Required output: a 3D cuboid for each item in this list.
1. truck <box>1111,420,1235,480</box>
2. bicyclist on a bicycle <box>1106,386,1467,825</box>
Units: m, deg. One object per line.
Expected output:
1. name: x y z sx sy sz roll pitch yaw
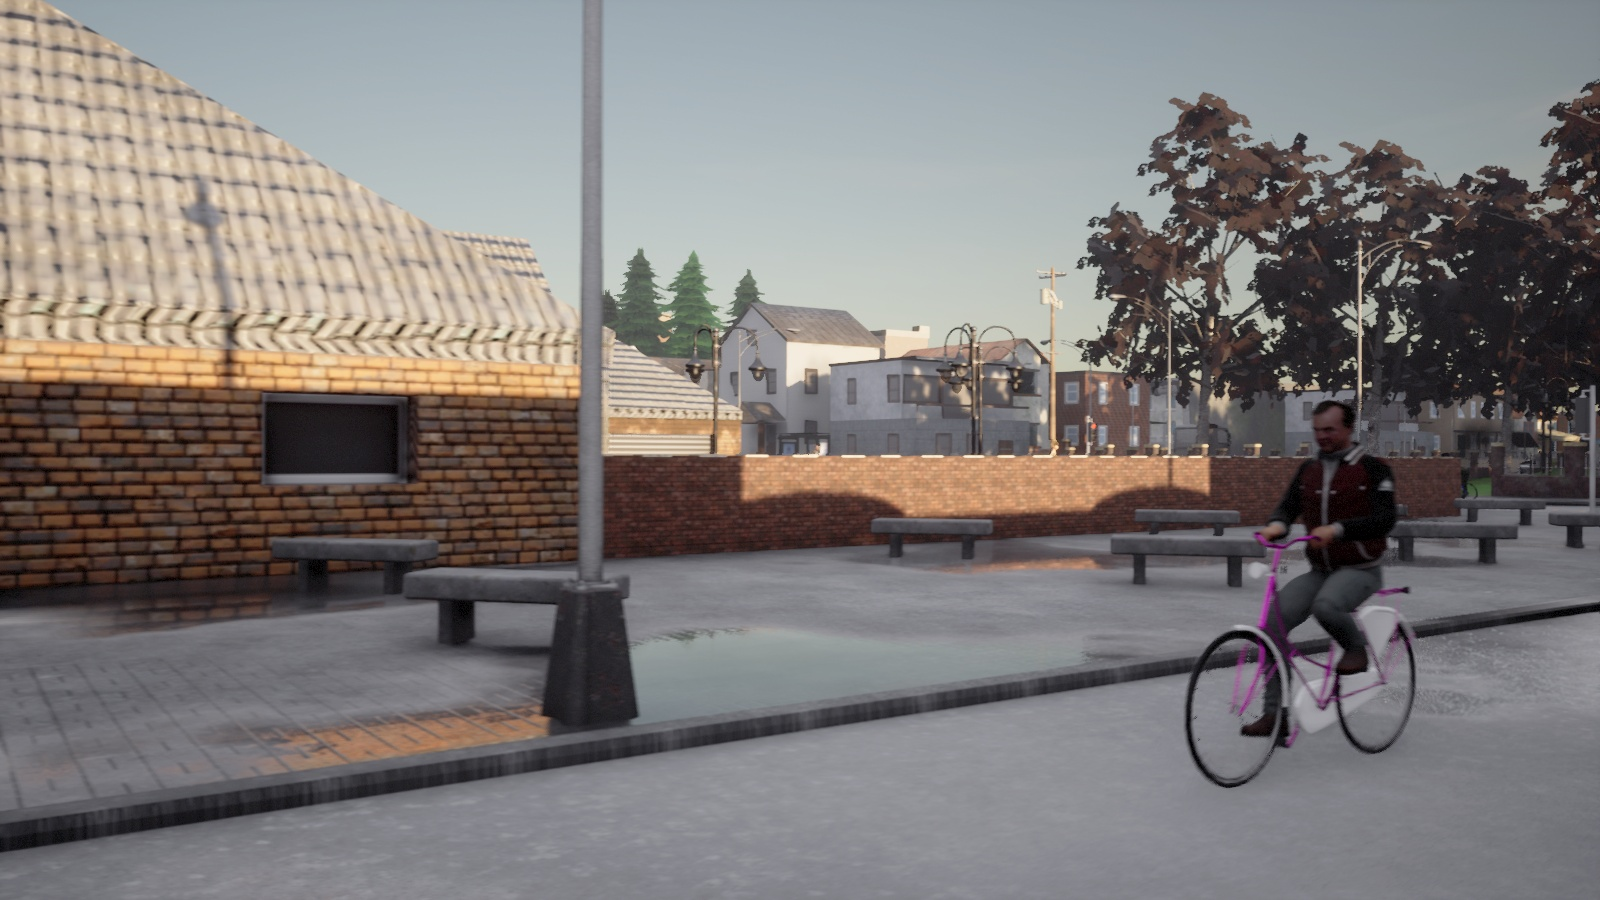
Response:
1. truck: 22.410 0.000 75.215 7.936 3.462 2.891 0 0 -36
2. bicyclist on a bicycle: 2.316 0.633 5.881 1.843 1.776 0.659 0 0 -35
